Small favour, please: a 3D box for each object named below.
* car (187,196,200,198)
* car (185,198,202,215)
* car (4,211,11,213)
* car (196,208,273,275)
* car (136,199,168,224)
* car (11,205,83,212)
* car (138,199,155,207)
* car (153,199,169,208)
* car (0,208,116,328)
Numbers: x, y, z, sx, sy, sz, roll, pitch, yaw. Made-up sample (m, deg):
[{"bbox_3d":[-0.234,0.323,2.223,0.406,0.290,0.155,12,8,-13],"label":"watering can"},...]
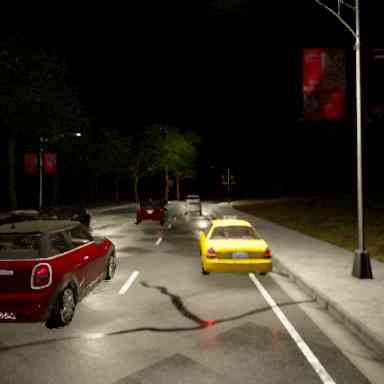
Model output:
[{"bbox_3d":[0.254,1.543,47.506,2.150,2.045,5.566,0,0,4],"label":"car"},{"bbox_3d":[0.171,1.782,37.611,1.812,1.442,4.674,0,0,0],"label":"car"},{"bbox_3d":[-9.799,1.722,18.665,1.895,1.301,4.718,0,0,0],"label":"car"},{"bbox_3d":[1.167,1.523,10.594,1.801,1.575,5.366,0,0,0],"label":"car"},{"bbox_3d":[-3.078,1.527,26.489,2.097,1.767,4.553,0,0,0],"label":"car"},{"bbox_3d":[-6.554,1.458,16.419,2.097,1.767,4.553,0,0,0],"label":"car"},{"bbox_3d":[-8.304,1.985,61.274,1.994,1.385,4.181,0,0,8],"label":"car"},{"bbox_3d":[-5.421,1.919,58.184,1.812,1.442,4.674,0,0,7],"label":"car"},{"bbox_3d":[-3.128,1.397,7.255,2.097,1.767,4.553,0,0,0],"label":"car"}]
